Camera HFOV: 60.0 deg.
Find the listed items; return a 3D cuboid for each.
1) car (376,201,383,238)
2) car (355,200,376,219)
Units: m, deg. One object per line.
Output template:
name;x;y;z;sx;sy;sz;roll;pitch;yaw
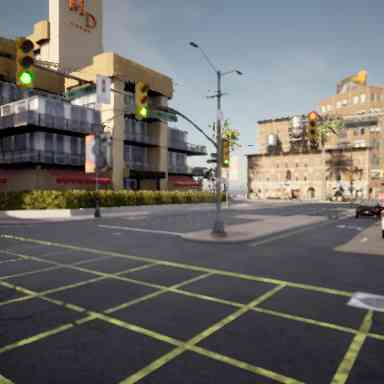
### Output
car;11.122;1.218;16.848;2.150;2.045;5.566;0;0;37
car;15.344;1.460;28.510;1.882;1.535;5.008;0;0;35
